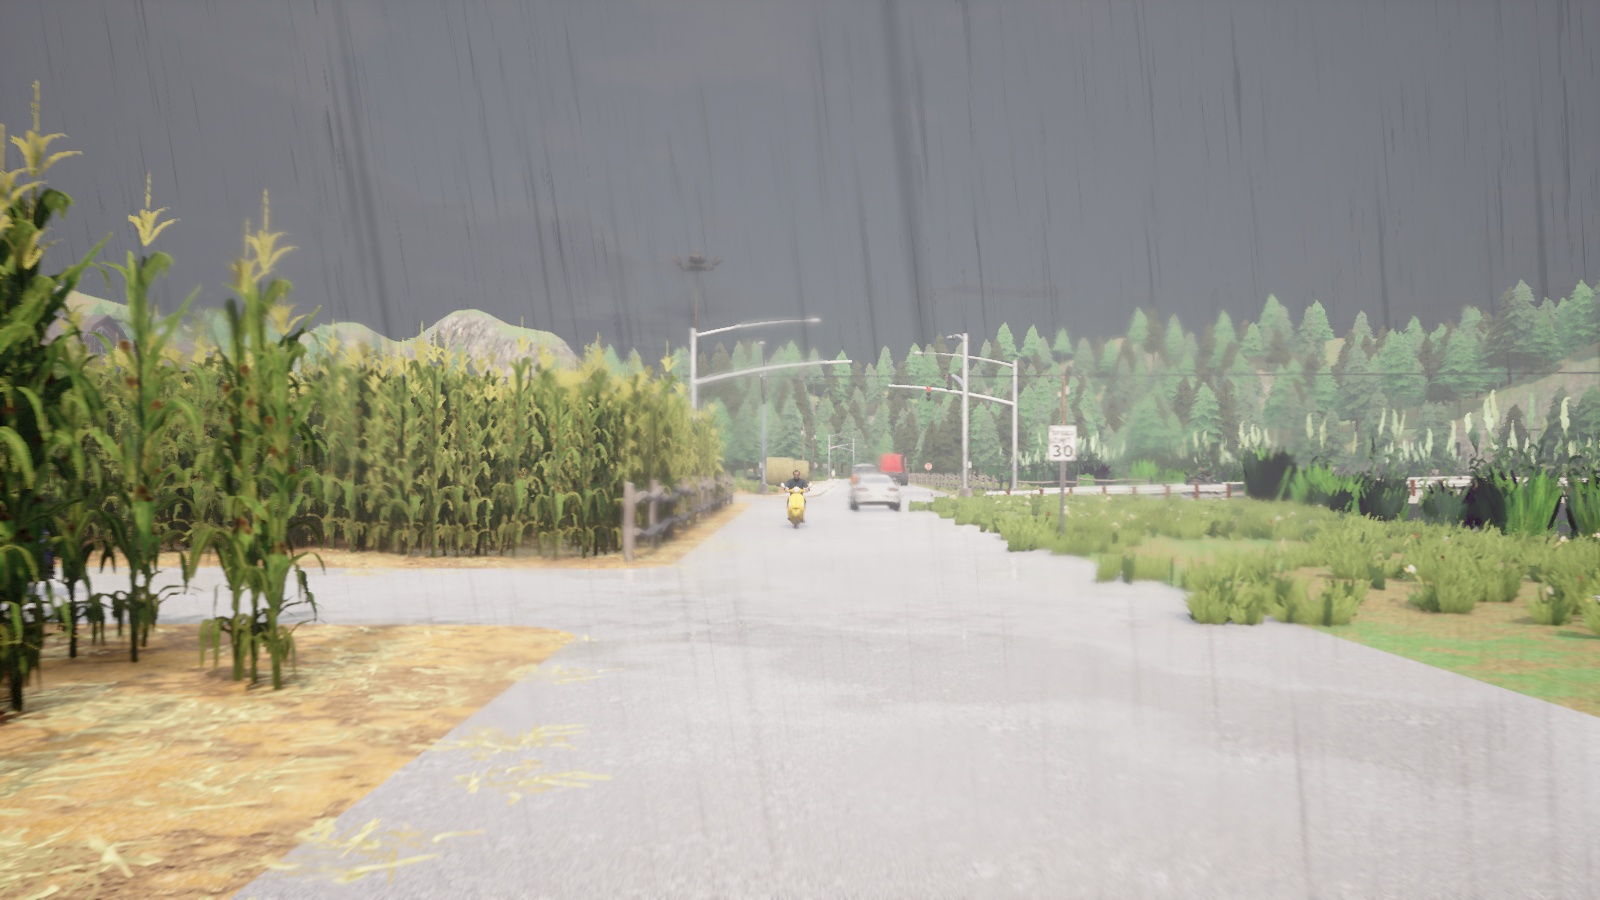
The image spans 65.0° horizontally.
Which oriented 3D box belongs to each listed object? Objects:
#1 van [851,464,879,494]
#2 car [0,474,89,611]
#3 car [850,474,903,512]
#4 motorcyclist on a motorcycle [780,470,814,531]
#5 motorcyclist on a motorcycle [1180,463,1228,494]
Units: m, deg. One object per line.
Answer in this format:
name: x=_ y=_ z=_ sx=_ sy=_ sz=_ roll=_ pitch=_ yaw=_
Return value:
van: x=4.317 y=1.909 z=83.272 sx=1.775 sy=1.987 sz=4.442 roll=0 pitch=-1 yaw=3
car: x=-11.158 y=1.053 z=14.702 sx=4.514 sy=1.525 sz=2.007 roll=0 pitch=-1 yaw=0
car: x=2.978 y=1.661 z=49.716 sx=1.812 sy=1.442 sz=4.674 roll=0 pitch=-1 yaw=0
motorcyclist on a motorcycle: x=-0.084 y=1.335 z=33.868 sx=0.866 sy=1.590 sz=1.817 roll=0 pitch=-1 yaw=0
motorcyclist on a motorcycle: x=21.359 y=1.504 z=66.366 sx=2.191 sy=1.530 sz=0.866 roll=-3 pitch=-1 yaw=5
